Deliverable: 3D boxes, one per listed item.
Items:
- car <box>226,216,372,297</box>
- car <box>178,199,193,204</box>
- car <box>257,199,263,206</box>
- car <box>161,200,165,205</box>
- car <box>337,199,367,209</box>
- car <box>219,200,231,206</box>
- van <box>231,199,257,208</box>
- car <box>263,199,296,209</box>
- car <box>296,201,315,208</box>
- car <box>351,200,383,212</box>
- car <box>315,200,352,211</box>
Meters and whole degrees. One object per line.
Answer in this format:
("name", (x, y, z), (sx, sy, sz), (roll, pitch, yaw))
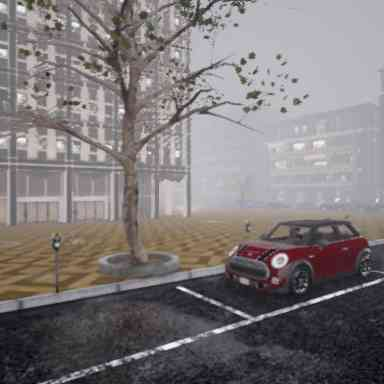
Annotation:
("car", (2.793, 1.464, 8.561), (4.097, 1.590, 1.967), (0, -1, -35))
("car", (-1.421, 2.725, 94.551), (1.967, 1.590, 4.097), (-1, 0, -36))
("car", (14.914, 2.316, 72.000), (1.967, 1.590, 4.097), (-1, 0, -36))
("car", (-8.206, 2.868, 89.637), (2.008, 1.369, 4.403), (-1, 0, -36))
("car", (26.768, 2.023, 55.840), (1.967, 1.590, 4.097), (-1, 0, -36))
("car", (8.381, 2.622, 81.018), (1.802, 1.307, 4.206), (-1, 0, -36))
("van", (10.084, 2.200, 64.323), (1.690, 1.788, 3.998), (-1, 0, -36))
("car", (15.005, 2.280, 57.437), (1.887, 1.381, 4.507), (-1, 0, -36))
("car", (21.509, 2.295, 63.022), (1.802, 1.307, 4.206), (-1, 0, -36))
("car", (24.351, 2.053, 44.452), (2.008, 1.369, 4.403), (-1, 0, -36))
("car", (21.085, 2.134, 48.963), (2.008, 1.369, 4.403), (-1, 0, -36))
